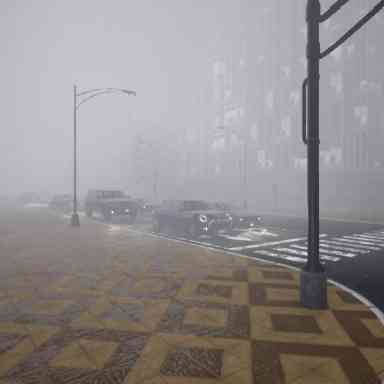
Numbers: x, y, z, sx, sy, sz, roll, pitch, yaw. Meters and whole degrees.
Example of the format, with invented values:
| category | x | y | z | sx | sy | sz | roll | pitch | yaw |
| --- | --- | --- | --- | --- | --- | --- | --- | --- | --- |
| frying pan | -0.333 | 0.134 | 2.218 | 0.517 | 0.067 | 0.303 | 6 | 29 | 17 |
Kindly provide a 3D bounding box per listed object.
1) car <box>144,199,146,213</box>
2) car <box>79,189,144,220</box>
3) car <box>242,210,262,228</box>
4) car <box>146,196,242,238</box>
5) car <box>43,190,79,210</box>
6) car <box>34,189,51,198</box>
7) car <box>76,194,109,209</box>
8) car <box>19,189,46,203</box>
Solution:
| category | x | y | z | sx | sy | sz | roll | pitch | yaw |
| --- | --- | --- | --- | --- | --- | --- | --- | --- | --- |
| car | -4.366 | 1.166 | 27.224 | 1.895 | 1.301 | 4.718 | 0 | 1 | -38 |
| car | -5.951 | 0.819 | 23.985 | 2.150 | 2.045 | 5.566 | 0 | 1 | -38 |
| car | 1.613 | 1.289 | 19.706 | 2.033 | 1.411 | 5.357 | 0 | 1 | -36 |
| car | -0.048 | 1.124 | 16.512 | 2.097 | 1.767 | 4.553 | 0 | 1 | -38 |
| car | -12.338 | 0.900 | 32.101 | 2.128 | 1.511 | 4.902 | 0 | 1 | -38 |
| car | -28.580 | 0.236 | 63.611 | 1.882 | 1.535 | 5.008 | 0 | 1 | -38 |
| car | -10.573 | 0.946 | 35.119 | 1.994 | 1.385 | 4.181 | 0 | 1 | -38 |
| car | -21.301 | 0.633 | 43.633 | 2.128 | 1.511 | 4.902 | 0 | 1 | -38 |
